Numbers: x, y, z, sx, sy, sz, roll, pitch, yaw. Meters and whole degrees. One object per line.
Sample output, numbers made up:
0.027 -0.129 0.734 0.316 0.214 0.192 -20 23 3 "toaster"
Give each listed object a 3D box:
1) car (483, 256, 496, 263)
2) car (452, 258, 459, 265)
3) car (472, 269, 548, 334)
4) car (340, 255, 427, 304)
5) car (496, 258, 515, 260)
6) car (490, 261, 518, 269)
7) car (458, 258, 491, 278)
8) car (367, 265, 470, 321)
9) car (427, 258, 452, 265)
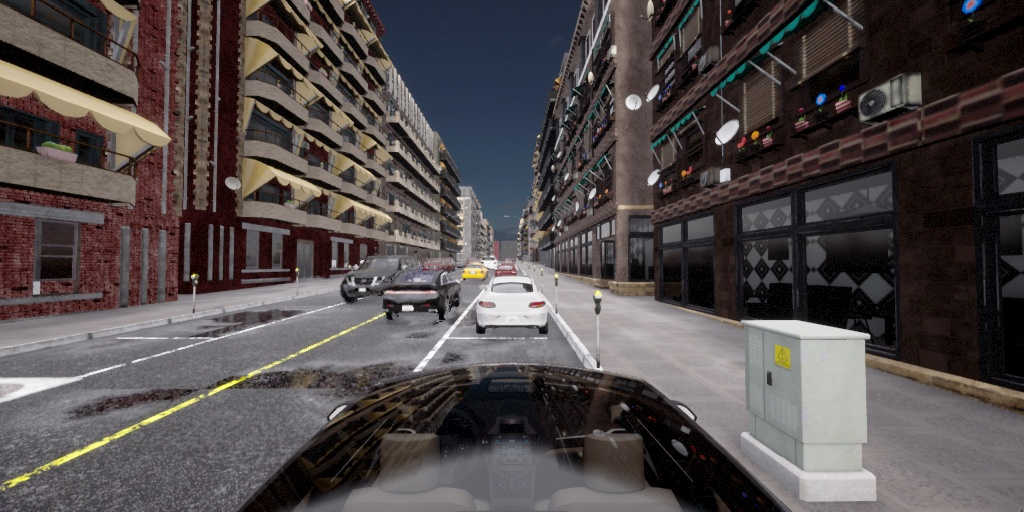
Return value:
-2.930 1.041 47.115 2.150 2.045 5.566 0 0 0 "car"
-8.337 1.128 44.724 2.192 1.841 5.009 0 0 0 "car"
0.003 1.281 10.503 1.812 1.442 4.674 0 0 0 "car"
-5.870 0.982 16.830 2.150 2.045 5.566 0 0 0 "car"
-0.446 1.240 39.134 1.967 1.591 4.097 0 0 0 "car"
-0.453 1.322 28.072 1.888 1.381 4.507 0 0 0 "car"
-3.021 1.237 30.159 1.801 1.575 5.366 0 0 0 "car"
-2.921 1.248 12.465 2.128 1.511 4.902 0 0 0 "car"
-8.336 1.115 39.194 2.192 1.841 5.009 0 0 0 "car"
